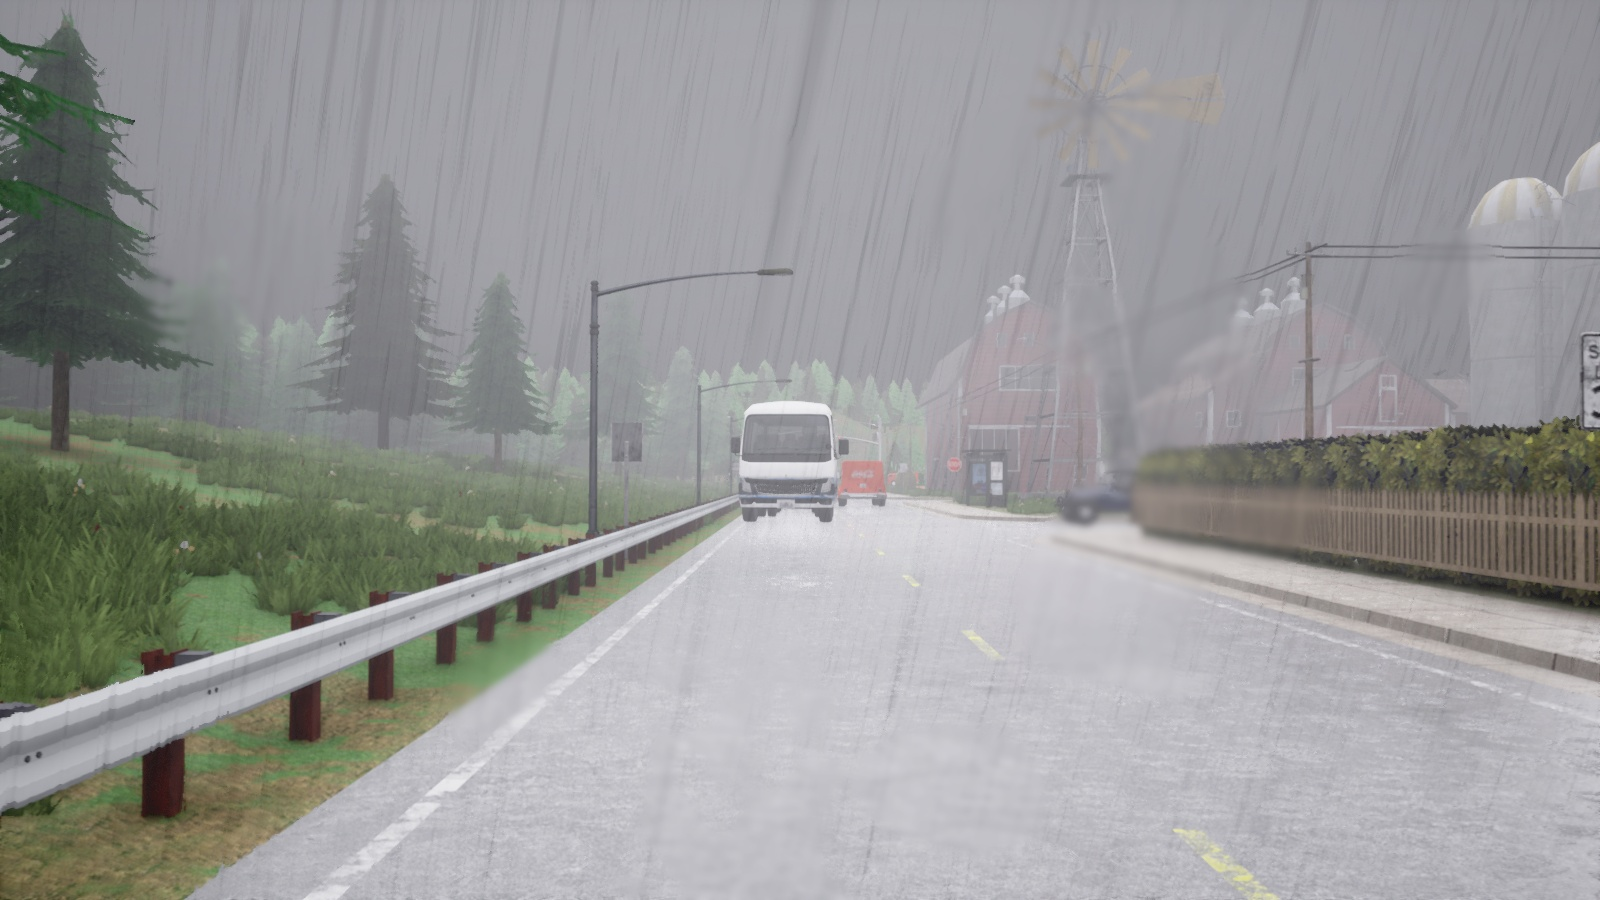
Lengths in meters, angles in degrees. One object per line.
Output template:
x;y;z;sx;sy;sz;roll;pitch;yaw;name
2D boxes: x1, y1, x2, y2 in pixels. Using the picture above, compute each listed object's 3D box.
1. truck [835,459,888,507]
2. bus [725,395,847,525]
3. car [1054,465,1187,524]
3.325;1.786;68.539;2.627;2.467;5.204;0;-1;0;truck
-0.277;0.443;46.643;3.944;4.253;10.273;0;-1;2;bus
10.453;1.455;41.169;3.866;1.878;1.905;0;-1;-1;car
